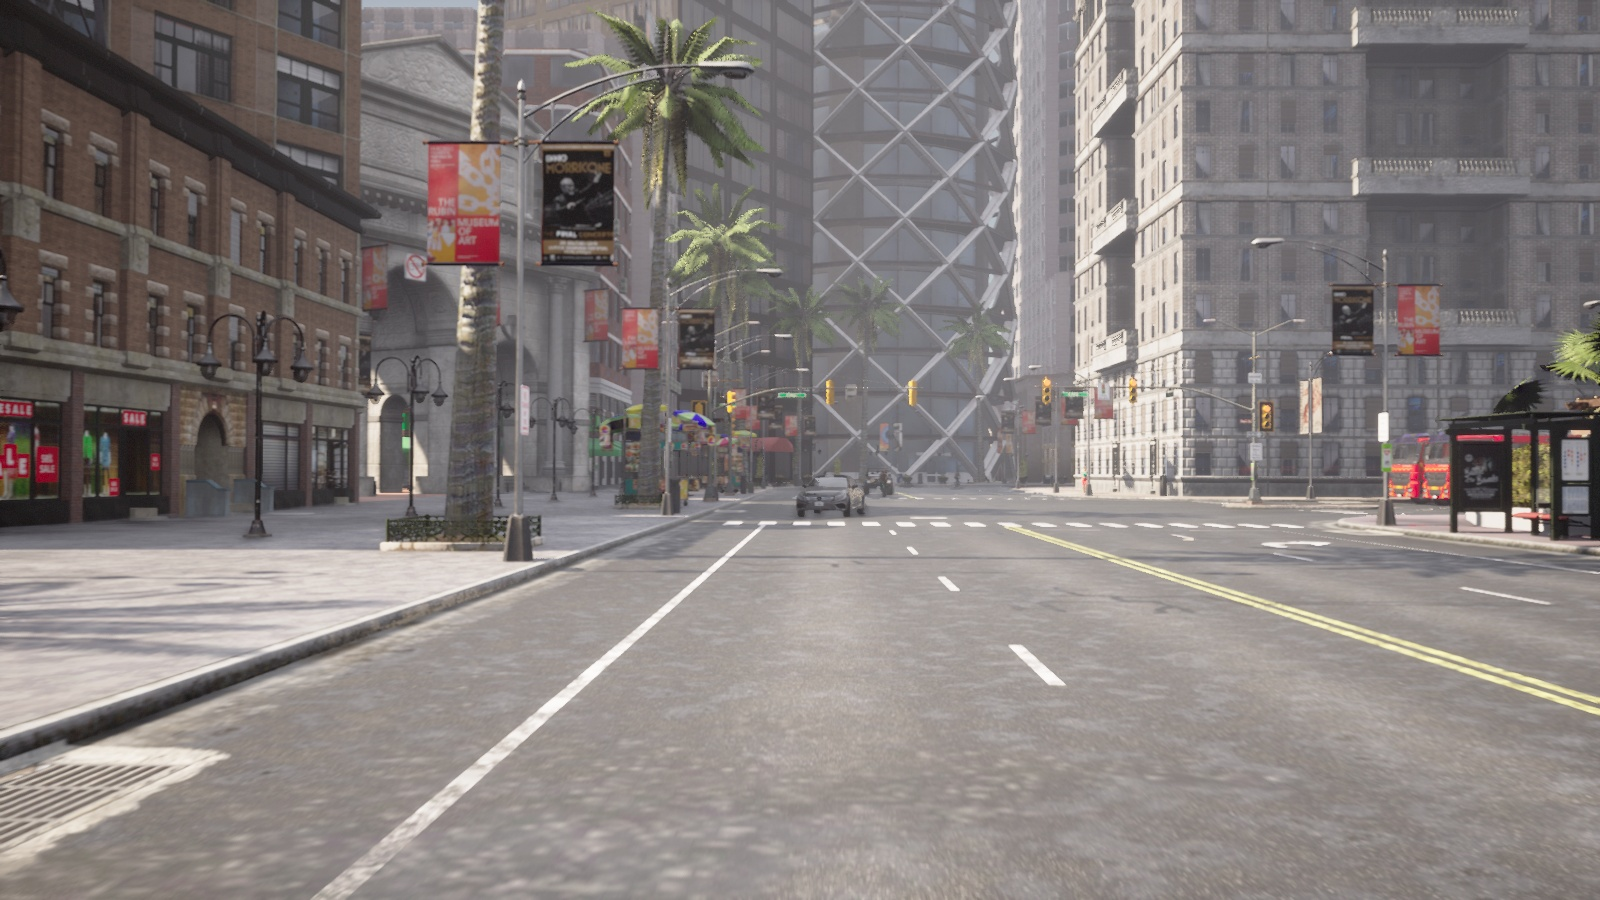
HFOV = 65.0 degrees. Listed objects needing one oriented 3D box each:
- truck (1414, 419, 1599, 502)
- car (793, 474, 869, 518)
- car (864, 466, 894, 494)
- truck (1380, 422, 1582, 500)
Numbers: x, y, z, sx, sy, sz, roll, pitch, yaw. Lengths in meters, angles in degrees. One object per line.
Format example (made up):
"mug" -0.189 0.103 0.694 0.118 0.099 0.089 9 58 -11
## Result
"truck" 34.084 0.513 59.565 8.468 3.827 2.891 0 -1 1
"car" 1.154 1.577 44.257 1.812 1.442 4.674 -1 -1 12
"car" 5.280 2.002 84.359 1.905 1.878 3.866 0 -1 1
"truck" 34.079 0.571 63.064 8.468 3.827 2.891 0 -1 1
